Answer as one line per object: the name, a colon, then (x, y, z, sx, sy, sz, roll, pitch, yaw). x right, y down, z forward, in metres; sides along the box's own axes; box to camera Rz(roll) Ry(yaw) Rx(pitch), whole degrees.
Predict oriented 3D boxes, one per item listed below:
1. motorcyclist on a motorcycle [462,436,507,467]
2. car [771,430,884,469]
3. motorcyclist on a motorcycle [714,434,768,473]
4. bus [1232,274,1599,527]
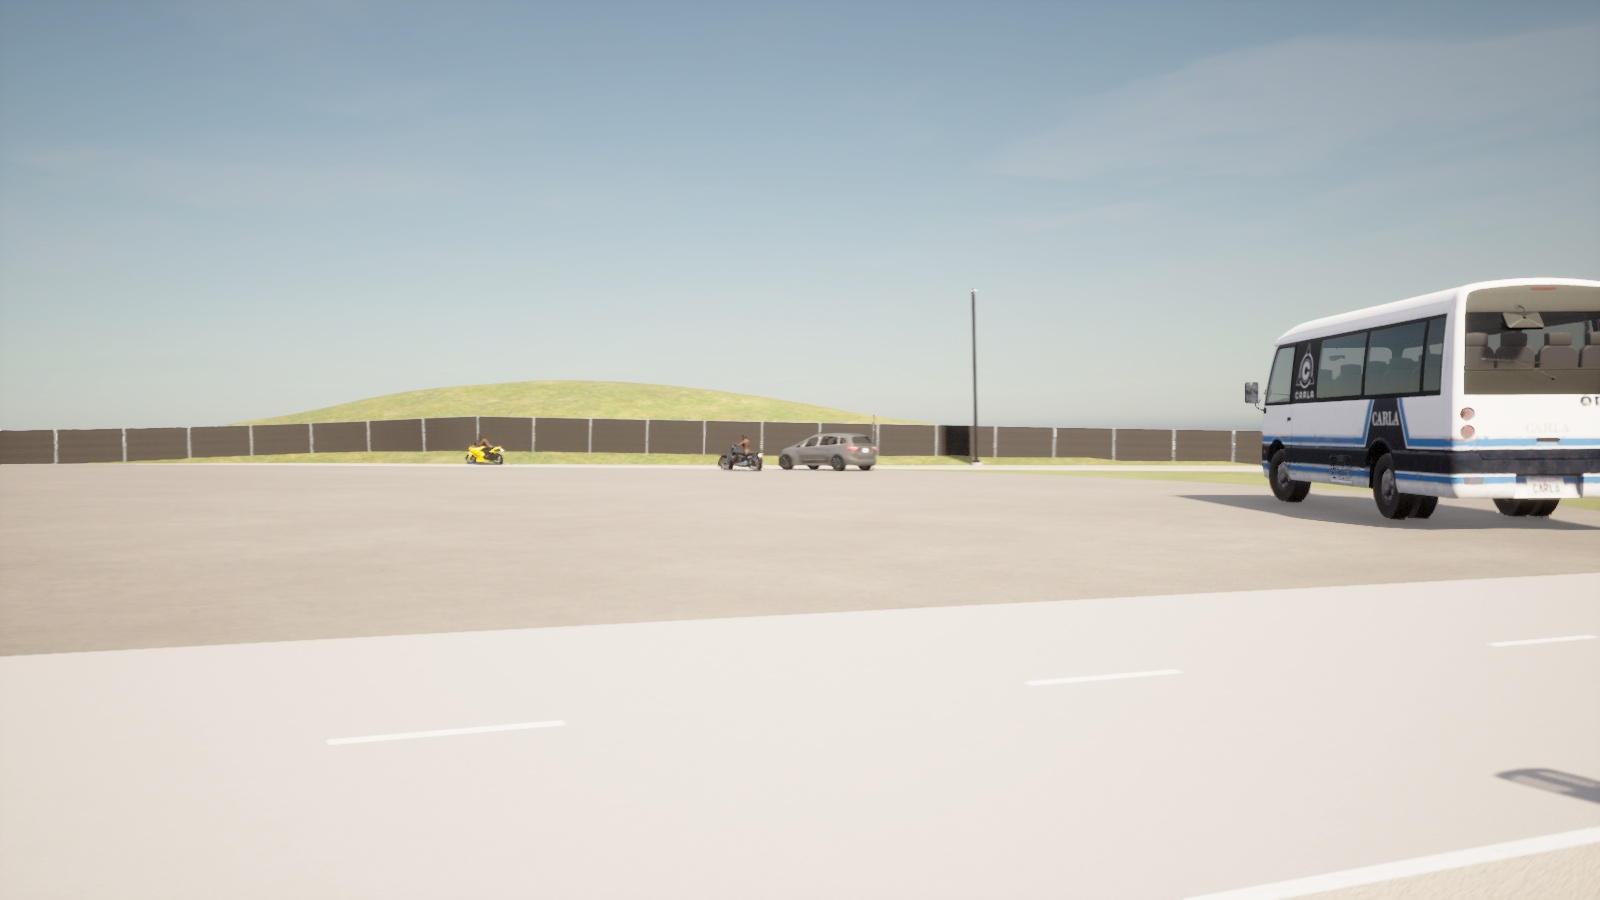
motorcyclist on a motorcycle: (-15.968, 0.081, 63.519, 2.044, 1.523, 0.797, 0, 1, 9)
car: (1.200, 0.004, 56.123, 4.611, 1.667, 2.242, -1, 0, 40)
motorcyclist on a motorcycle: (-2.574, 0.137, 54.558, 2.350, 1.649, 0.766, 0, 1, 36)
bus: (12.662, -0.921, 26.400, 3.944, 4.253, 10.273, -1, 1, 2)
